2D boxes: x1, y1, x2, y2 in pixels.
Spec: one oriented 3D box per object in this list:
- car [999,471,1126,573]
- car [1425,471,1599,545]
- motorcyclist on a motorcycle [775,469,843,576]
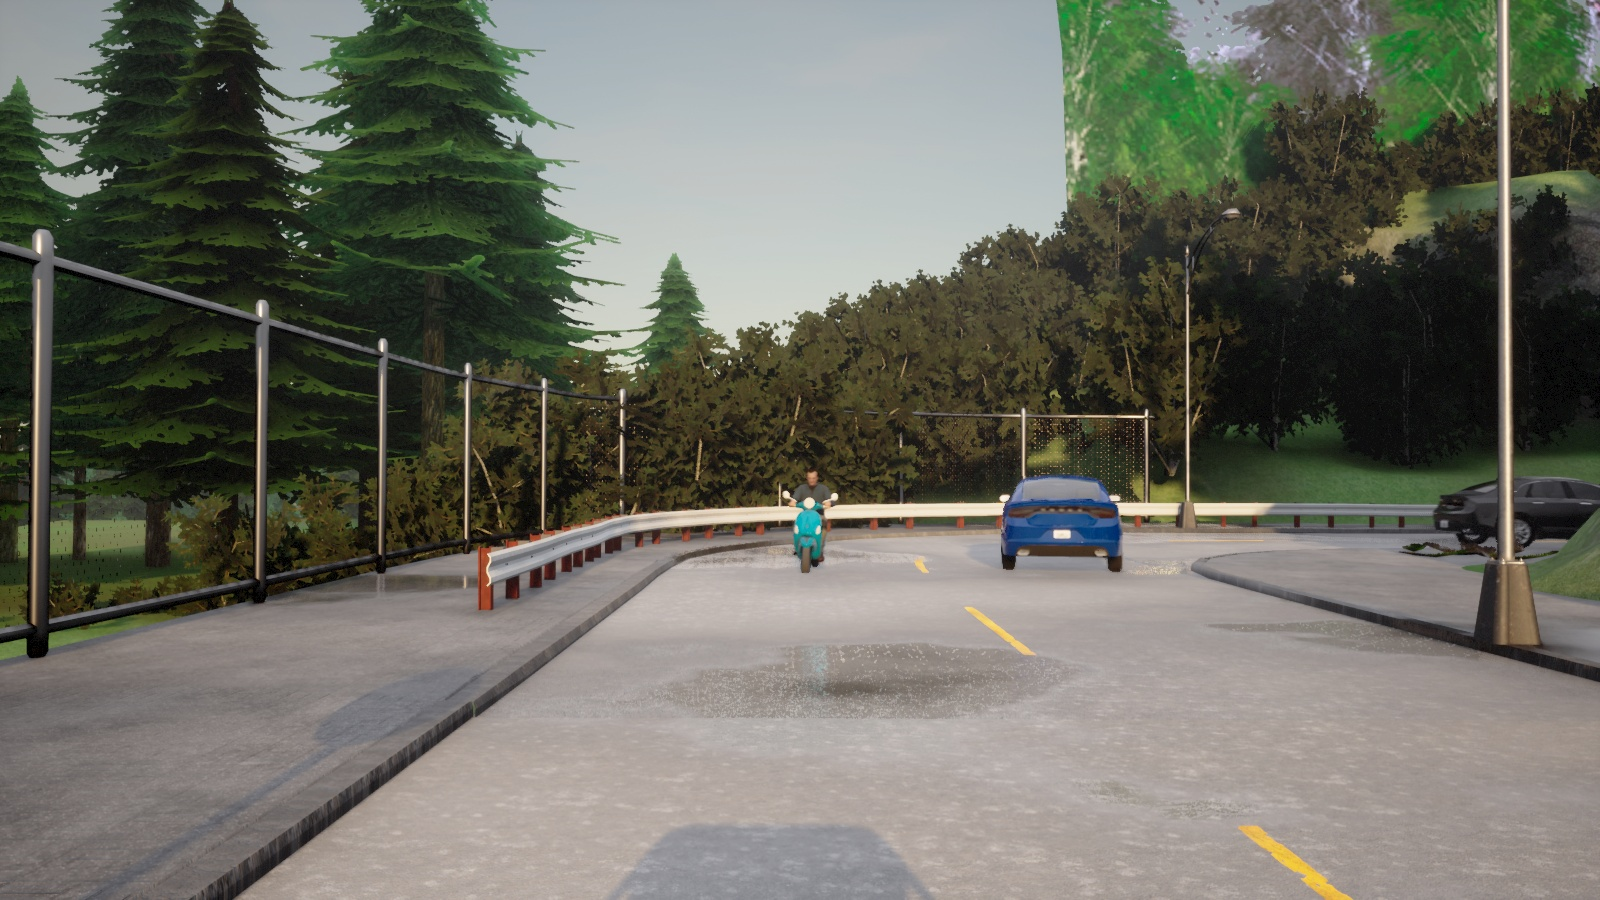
[{"bbox_3d":[4.502,1.138,21.615,1.882,1.535,5.008,-1,-1,12],"label":"car"},{"bbox_3d":[16.158,1.201,26.632,4.892,1.490,1.837,0,-1,-1],"label":"car"},{"bbox_3d":[0.168,1.098,19.656,0.866,1.590,1.817,0,-1,6],"label":"motorcyclist on a motorcycle"}]
